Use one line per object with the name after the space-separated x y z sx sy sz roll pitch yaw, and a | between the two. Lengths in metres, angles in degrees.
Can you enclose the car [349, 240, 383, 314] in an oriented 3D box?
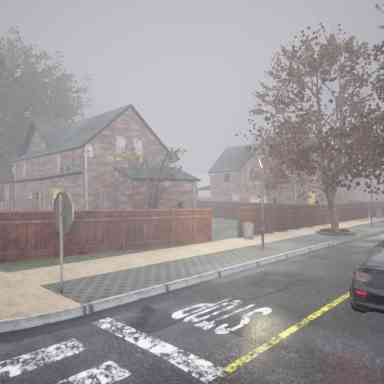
4.752 1.615 6.873 1.812 1.442 4.674 -1 -1 43 | car
